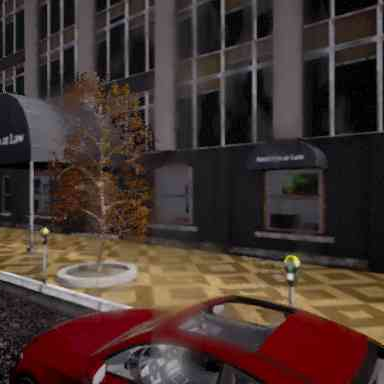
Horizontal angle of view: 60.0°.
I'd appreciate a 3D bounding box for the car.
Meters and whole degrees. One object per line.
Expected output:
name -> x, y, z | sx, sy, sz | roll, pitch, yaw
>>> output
car -> 0.186, 1.582, 2.742 | 4.206, 1.307, 1.802 | 0, 0, 36
